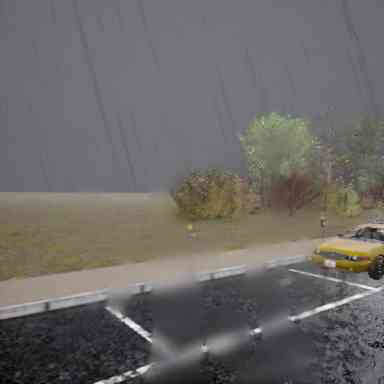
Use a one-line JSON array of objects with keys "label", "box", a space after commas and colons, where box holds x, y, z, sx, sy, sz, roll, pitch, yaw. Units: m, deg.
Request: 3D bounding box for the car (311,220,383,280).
[{"label": "car", "box": [5.564, 1.549, 10.061, 4.829, 1.417, 1.752, 0, 1, -36]}]
